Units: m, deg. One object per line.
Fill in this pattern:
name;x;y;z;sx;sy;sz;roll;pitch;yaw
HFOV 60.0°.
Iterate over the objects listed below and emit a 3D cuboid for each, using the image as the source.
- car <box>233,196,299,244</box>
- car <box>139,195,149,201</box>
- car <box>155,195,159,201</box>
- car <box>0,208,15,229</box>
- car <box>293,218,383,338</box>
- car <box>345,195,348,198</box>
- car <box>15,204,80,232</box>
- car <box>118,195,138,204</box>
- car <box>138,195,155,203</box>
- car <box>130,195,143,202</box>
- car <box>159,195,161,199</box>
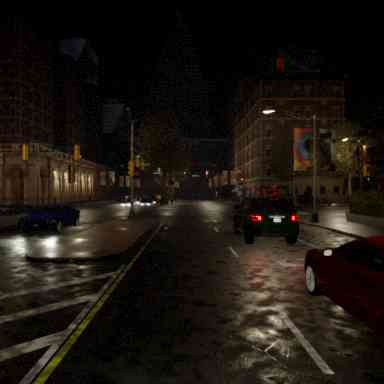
car;3.356;1.221;15.942;2.150;2.045;5.566;0;0;-1
car;-12.942;1.525;89.797;2.128;1.511;4.902;0;0;-1
car;-9.229;1.500;76.651;1.837;1.490;4.892;0;0;-1
car;-11.813;1.643;19.975;1.895;1.301;4.718;0;0;-1
car;3.521;1.478;5.663;1.882;1.535;5.008;0;0;-1
car;36.687;1.481;78.785;2.231;1.521;4.892;0;0;-1
car;-8.314;1.505;20.061;1.882;1.535;5.008;0;0;-1
car;-12.578;1.492;66.039;2.128;1.511;4.902;0;0;0
car;-9.084;1.564;66.468;1.994;1.385;4.181;0;0;0
car;-12.725;1.525;76.358;2.128;1.511;4.902;0;0;-1
car;-9.443;1.478;89.881;1.882;1.535;5.008;0;0;-1
